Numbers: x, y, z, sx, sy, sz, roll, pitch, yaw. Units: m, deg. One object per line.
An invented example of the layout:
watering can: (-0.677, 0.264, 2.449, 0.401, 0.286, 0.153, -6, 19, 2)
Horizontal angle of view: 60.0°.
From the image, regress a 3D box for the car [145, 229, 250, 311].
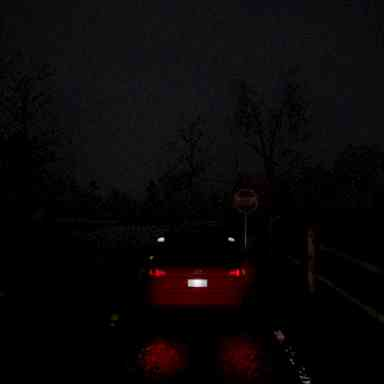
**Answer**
car: (0.100, 1.562, 7.821, 1.994, 1.385, 4.181, 0, 0, 0)

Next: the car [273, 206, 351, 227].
car: (8.701, 1.740, 24.367, 5.357, 1.411, 2.033, 1, 1, 0)
